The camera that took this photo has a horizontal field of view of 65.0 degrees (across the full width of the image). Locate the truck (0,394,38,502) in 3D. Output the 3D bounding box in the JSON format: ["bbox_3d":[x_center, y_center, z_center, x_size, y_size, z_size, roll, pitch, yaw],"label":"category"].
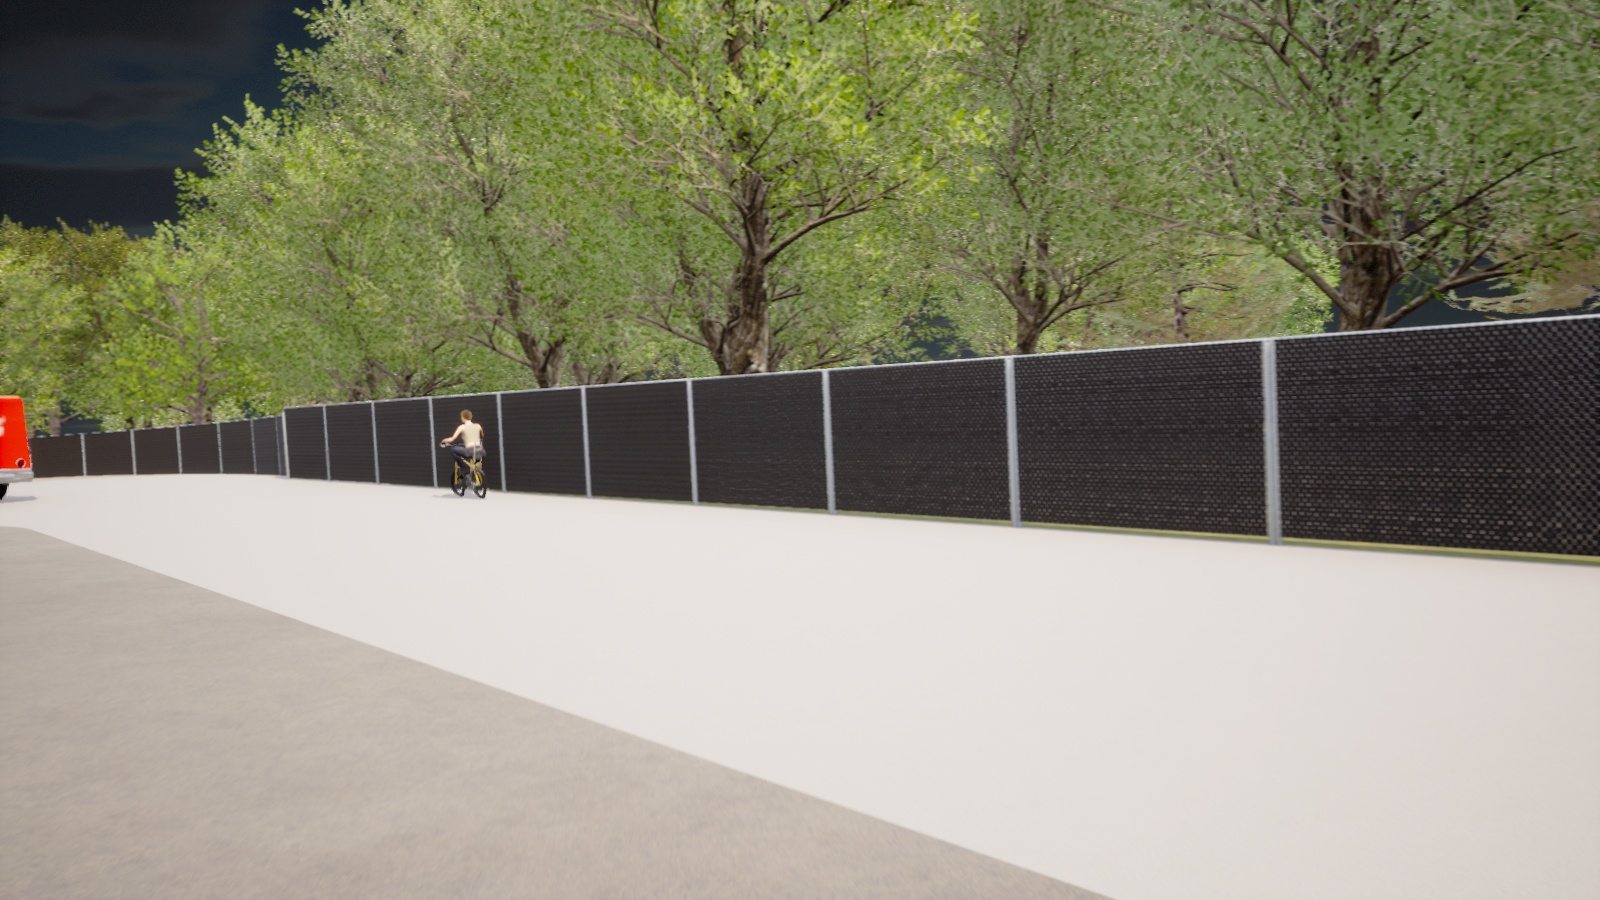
[{"bbox_3d":[-20.855,0.022,29.374,5.204,2.467,2.627,-1,1,25],"label":"truck"}]

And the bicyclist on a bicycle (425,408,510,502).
[{"bbox_3d":[-6.092,0.079,22.957,0.866,1.612,1.509,-6,4,-38],"label":"bicyclist on a bicycle"}]
